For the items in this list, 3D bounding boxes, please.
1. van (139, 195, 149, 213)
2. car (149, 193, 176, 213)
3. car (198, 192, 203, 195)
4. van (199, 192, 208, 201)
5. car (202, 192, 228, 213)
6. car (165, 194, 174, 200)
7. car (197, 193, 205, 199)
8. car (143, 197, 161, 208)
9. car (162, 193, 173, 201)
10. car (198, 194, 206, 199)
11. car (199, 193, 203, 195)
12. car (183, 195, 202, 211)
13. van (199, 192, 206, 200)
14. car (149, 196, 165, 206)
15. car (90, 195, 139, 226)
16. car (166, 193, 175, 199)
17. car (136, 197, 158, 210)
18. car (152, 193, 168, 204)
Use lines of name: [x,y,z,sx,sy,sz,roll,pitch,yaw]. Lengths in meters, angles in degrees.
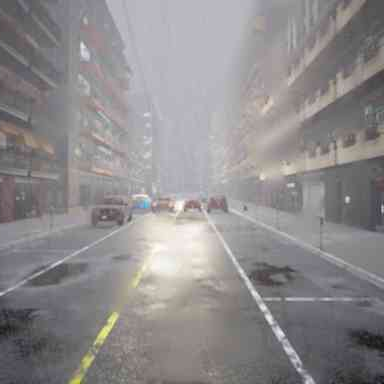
van: [-5.342,1.175,34.052,1.690,1.788,3.998,1,0,0]
car: [-2.787,1.186,33.775,2.097,1.767,4.553,0,0,0]
car: [2.503,1.247,62.445,2.008,1.369,4.403,1,0,0]
van: [2.492,0.984,73.786,1.690,1.788,3.998,1,0,0]
car: [2.539,1.147,34.090,2.192,1.841,5.009,1,0,0]
car: [-5.397,1.201,79.419,1.802,1.307,4.206,1,0,0]
car: [2.470,1.110,90.799,1.887,1.381,4.507,1,0,0]
car: [-5.358,1.345,45.394,1.947,1.339,4.313,1,0,0]
car: [-5.389,1.085,73.748,1.967,1.590,4.097,1,0,0]
car: [2.477,1.157,85.128,1.947,1.339,4.313,1,0,0]
car: [2.509,1.289,56.775,1.947,1.339,4.313,1,0,0]
car: [0.058,1.342,37.446,1.812,1.442,4.674,0,0,0]
van: [2.486,0.958,79.457,1.690,1.788,3.998,1,0,0]
car: [-5.364,1.303,51.065,2.008,1.369,4.403,1,0,0]
car: [-5.328,1.204,22.710,2.192,1.841,5.009,1,0,0]
car: [-5.402,1.033,85.089,1.967,1.590,4.097,1,0,0]
car: [-5.351,1.357,39.723,2.008,1.369,4.403,1,0,0]
car: [-5.368,1.040,56.735,2.192,1.841,5.009,1,0,0]
